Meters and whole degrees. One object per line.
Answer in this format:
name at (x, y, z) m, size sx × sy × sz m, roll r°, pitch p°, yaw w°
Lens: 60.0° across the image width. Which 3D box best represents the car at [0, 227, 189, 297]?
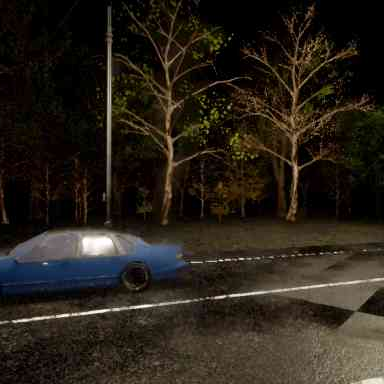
car at (-2.802, 1.550, 7.762) m, size 5.357 × 1.411 × 2.033 m, roll 0°, pitch 0°, yaw -20°
